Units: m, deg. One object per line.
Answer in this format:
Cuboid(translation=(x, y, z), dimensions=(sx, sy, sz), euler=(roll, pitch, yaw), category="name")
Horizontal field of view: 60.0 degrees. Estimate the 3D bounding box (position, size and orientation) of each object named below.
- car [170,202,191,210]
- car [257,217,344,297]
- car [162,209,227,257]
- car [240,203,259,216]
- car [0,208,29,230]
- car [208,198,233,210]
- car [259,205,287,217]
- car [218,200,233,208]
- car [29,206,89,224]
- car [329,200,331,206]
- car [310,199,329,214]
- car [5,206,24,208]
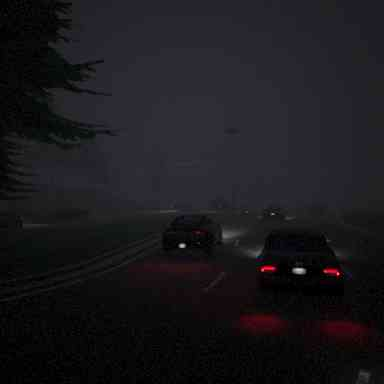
Cuboid(translation=(-1.885, 2.442, 56.833), dimensions=(1.895, 1.301, 4.718), euler=(-1, -1, 24), category="car")
Cuboid(translation=(2.799, 1.655, 9.057), dimensions=(2.033, 1.411, 5.357), euler=(-1, -1, 15), category="car")
Cuboid(translation=(0.147, 1.698, 14.083), dimensions=(2.128, 1.511, 4.902), euler=(-1, -1, 11), category="car")
Cuboid(translation=(6.918, 2.018, 38.723), dimensions=(1.812, 1.442, 4.674), euler=(-1, -1, 22), category="car")
Cuboid(translation=(-14.057, 2.044, 23.072), dimensions=(1.994, 1.385, 4.181), euler=(-1, -1, 39), category="car")
Cuboid(translation=(4.414, 1.956, 53.805), dimensions=(2.150, 2.045, 5.566), euler=(-1, -1, 24), category="car")
Cuboid(translation=(7.766, 1.939, 31.192), dimensions=(1.994, 1.385, 4.181), euler=(-1, -1, 19), category="car")
Cuboid(translation=(6.896, 2.461, 67.954), dimensions=(1.812, 1.442, 4.674), euler=(-1, -1, 24), category="car")
Cuboid(translation=(-12.032, 2.051, 31.041), dimensions=(1.882, 1.535, 5.008), euler=(-1, -1, 39), category="car")
Cuboid(translation=(28.887, 2.301, 72.024), dimensions=(1.994, 1.385, 4.181), euler=(-1, -1, 24), category="car")
Cuboid(translation=(16.281, 2.007, 43.013), dimensions=(2.033, 1.411, 5.357), euler=(-1, -1, 23), category="car")
Cuboid(translation=(-16.806, 2.094, 30.713), dimensions=(1.882, 1.535, 5.008), euler=(-1, -1, 40), category="car")
